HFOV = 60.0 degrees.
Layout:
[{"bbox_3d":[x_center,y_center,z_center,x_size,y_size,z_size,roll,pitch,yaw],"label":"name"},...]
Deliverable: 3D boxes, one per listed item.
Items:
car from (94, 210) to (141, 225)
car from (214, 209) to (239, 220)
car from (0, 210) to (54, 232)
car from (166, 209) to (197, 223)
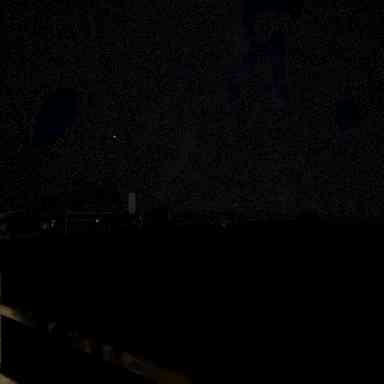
[{"bbox_3d":[-7.010,2.418,31.641,2.128,1.511,4.902,0,-2,35],"label":"car"},{"bbox_3d":[5.070,3.289,48.471,1.837,1.490,4.892,0,-3,36],"label":"car"},{"bbox_3d":[-12.430,2.058,23.964,1.837,1.490,4.892,0,-2,34],"label":"car"},{"bbox_3d":[-1.054,2.836,39.963,2.128,1.511,4.902,0,-2,36],"label":"car"}]
